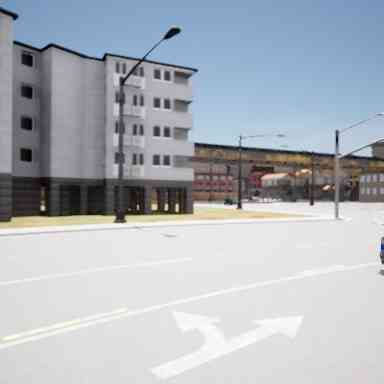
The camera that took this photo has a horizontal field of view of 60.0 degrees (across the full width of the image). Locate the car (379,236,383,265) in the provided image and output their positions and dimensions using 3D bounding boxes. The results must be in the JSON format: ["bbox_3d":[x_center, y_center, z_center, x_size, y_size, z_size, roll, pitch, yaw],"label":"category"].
[{"bbox_3d":[7.792,1.587,9.835,5.008,1.535,1.882,0,0,-26],"label":"car"}]

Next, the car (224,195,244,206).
[{"bbox_3d":[7.906,1.608,64.340,2.150,2.045,5.566,0,0,-11],"label":"car"}]
